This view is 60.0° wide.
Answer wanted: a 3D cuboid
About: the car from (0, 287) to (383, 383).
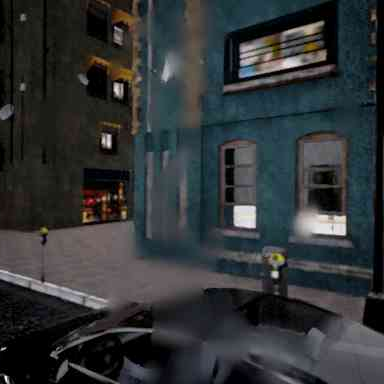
[{"bbox_3d":[0.016,1.564,2.855,4.313,1.339,1.947,0,1,36],"label":"car"}]
